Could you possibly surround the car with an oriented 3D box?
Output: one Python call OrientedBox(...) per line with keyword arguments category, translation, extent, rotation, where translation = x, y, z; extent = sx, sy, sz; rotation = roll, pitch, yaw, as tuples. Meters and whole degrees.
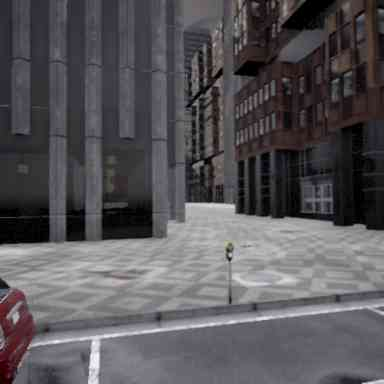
OrientedBox(category="car", translation=(-4.114, 1.634, 3.747), extent=(4.097, 1.590, 1.967), rotation=(0, -2, -15))
